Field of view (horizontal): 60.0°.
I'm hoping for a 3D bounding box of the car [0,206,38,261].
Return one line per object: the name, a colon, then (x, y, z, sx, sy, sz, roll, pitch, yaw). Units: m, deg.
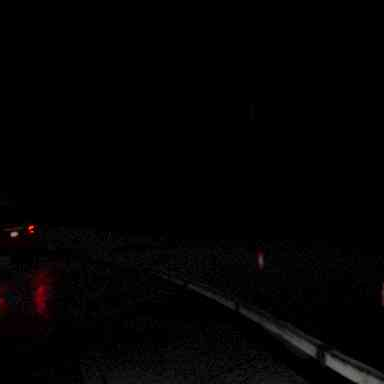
car: (-8.153, 1.600, 12.336, 5.566, 2.045, 2.150, -3, -1, 31)
